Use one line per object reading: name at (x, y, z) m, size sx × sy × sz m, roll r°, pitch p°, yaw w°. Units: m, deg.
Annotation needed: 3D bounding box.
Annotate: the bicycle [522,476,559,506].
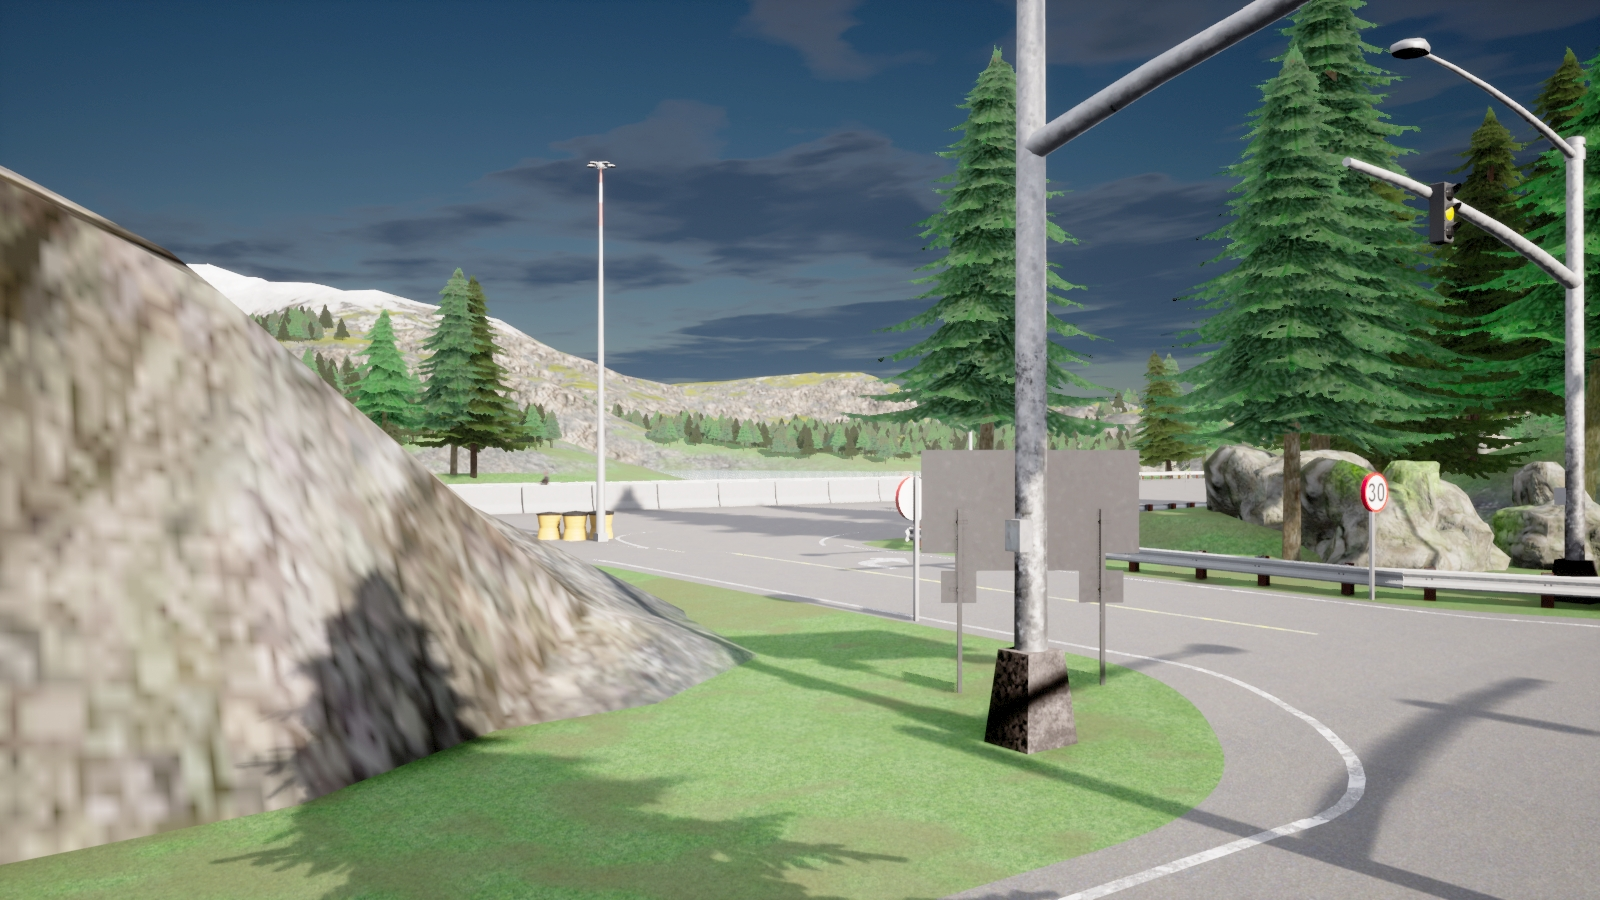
bicycle at (-12.962, 2.050, 57.130) m, size 1.835 × 1.489 × 0.329 m, roll 0°, pitch 0°, yaw -35°
